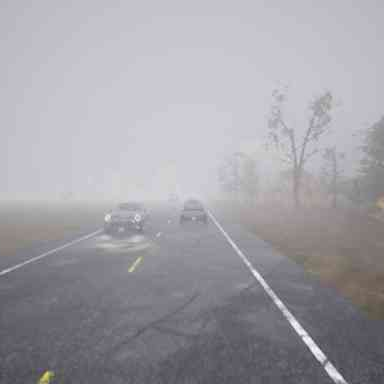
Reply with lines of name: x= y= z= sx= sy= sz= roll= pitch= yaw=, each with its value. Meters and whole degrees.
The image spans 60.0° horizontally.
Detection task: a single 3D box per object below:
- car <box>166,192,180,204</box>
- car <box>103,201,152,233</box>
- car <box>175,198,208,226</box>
car: x=-3.474 y=1.093 z=61.885 sx=2.150 sy=2.045 sz=5.566 roll=0 pitch=0 yaw=0
car: x=-3.590 y=1.328 z=19.160 sx=2.097 sy=1.767 sz=4.553 roll=0 pitch=0 yaw=0
car: x=0.110 y=1.460 z=23.456 sx=2.128 sy=1.511 sz=4.902 roll=0 pitch=0 yaw=0
